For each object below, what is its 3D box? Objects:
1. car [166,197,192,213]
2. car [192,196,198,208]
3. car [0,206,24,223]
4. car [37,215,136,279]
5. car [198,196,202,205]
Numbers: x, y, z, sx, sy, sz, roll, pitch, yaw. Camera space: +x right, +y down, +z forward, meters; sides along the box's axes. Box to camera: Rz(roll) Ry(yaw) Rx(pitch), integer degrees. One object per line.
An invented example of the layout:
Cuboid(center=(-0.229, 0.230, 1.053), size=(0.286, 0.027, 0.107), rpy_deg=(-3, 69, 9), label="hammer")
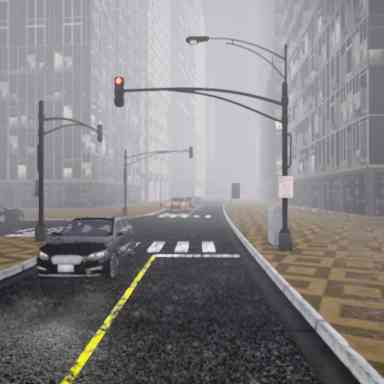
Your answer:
Cuboid(center=(-1.551, 1.318, 36.987), size=(2.097, 1.767, 4.553), rpy_deg=(0, 0, 5), label="car")
Cuboid(center=(-0.639, 1.453, 47.344), size=(1.837, 1.490, 4.892), rpy_deg=(0, 0, 6), label="car")
Cuboid(center=(-16.475, 1.847, 28.088), size=(4.403, 1.369, 2.008), rpy_deg=(-1, 1, 10), label="car")
Cuboid(center=(-2.916, 1.488, 10.070), size=(2.128, 1.511, 4.902), rpy_deg=(0, 0, -1), label="car")
Cuboid(center=(0.633, 1.414, 58.765), size=(2.128, 1.511, 4.902), rpy_deg=(0, 0, 7), label="car")
